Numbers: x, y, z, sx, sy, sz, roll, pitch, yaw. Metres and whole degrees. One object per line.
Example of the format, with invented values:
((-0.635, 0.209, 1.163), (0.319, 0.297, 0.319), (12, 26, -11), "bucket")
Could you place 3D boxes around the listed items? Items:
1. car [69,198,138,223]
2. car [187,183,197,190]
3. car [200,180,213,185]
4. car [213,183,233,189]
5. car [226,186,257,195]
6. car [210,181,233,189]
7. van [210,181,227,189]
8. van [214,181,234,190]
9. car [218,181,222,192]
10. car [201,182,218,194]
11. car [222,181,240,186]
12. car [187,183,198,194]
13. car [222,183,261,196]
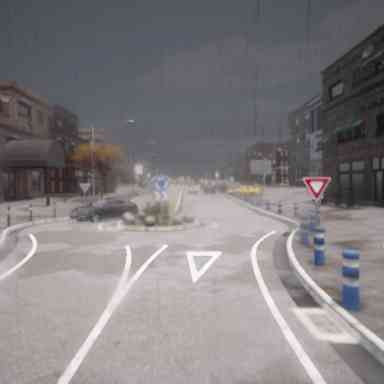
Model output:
((-5.848, 1.187, 22.494), (1.837, 1.490, 4.892), (0, 1, 39), "car")
((-0.104, -1.236, 73.637), (2.128, 1.511, 4.902), (-1, 2, -1), "car")
((2.896, -1.267, 73.687), (2.128, 1.511, 4.902), (-1, 2, -1), "car")
((7.419, -1.411, 80.835), (4.674, 1.452, 2.002), (-1, 2, -1), "car")
((7.889, -0.264, 53.304), (4.674, 1.452, 2.002), (-1, 3, -1), "car")
((7.338, -1.797, 83.581), (5.566, 2.045, 2.435), (-1, 2, -1), "car")
((7.157, -1.950, 89.088), (4.442, 1.987, 1.878), (-1, 2, -1), "van")
((7.578, -1.575, 77.952), (4.442, 1.987, 1.878), (-1, 2, -1), "van")
((7.693, -0.806, 64.312), (5.008, 1.535, 2.097), (-1, 2, -1), "car")
((3.153, -0.524, 59.556), (1.837, 1.490, 4.892), (-1, 3, -1), "car")
((7.805, -0.560, 56.048), (4.553, 1.767, 2.185), (-1, 3, -1), "car")
((0.155, -0.391, 59.313), (1.895, 1.301, 4.718), (-1, 3, -1), "car")
((7.747, -0.170, 50.545), (5.366, 1.575, 1.946), (-1, 3, -1), "car")
